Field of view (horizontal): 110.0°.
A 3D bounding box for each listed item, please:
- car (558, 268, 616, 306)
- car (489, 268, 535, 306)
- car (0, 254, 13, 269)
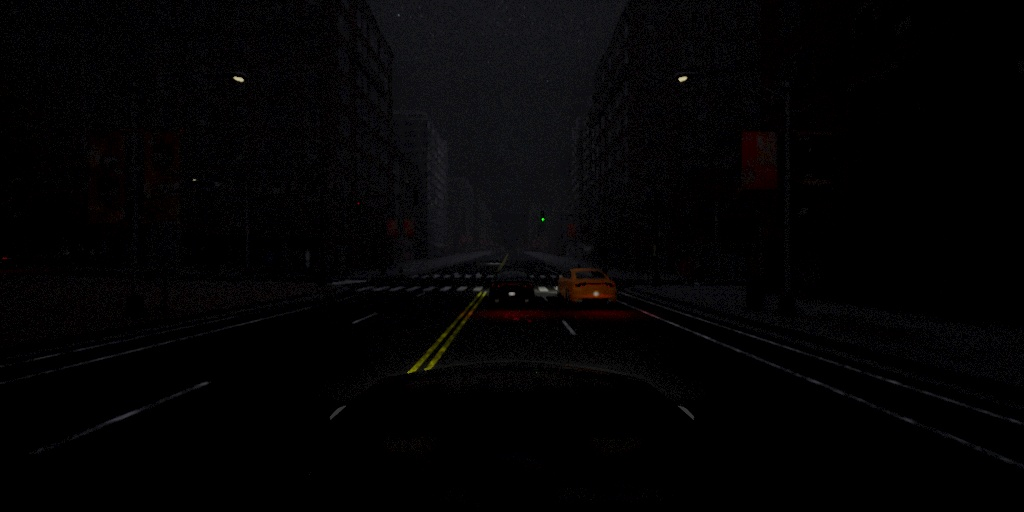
[{"bbox_3d":[3.250,1.297,16.312,1.882,1.535,5.008,0,0,0],"label":"car"},{"bbox_3d":[0.001,1.297,16.326,1.882,1.535,5.008,0,0,0],"label":"car"},{"bbox_3d":[-45.077,0.297,30.005,4.902,1.511,2.128,3,0,0],"label":"car"}]
